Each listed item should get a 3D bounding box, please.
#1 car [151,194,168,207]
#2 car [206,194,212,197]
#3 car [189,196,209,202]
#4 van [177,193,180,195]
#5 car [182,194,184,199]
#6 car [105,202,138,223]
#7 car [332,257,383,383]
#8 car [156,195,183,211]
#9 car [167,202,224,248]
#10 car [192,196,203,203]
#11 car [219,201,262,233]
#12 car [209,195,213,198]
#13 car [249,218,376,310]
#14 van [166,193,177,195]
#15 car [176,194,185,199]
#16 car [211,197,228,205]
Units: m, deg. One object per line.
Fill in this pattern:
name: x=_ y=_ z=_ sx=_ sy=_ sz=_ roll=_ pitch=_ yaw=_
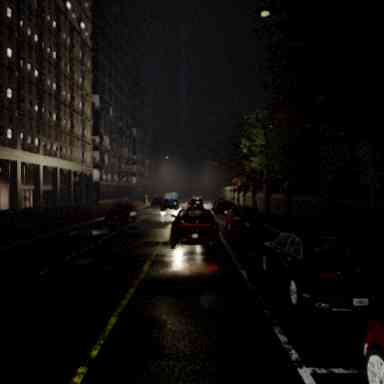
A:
car: x=-4.766 y=1.357 z=47.196 sx=1.947 sy=1.339 sz=4.313 roll=0 pitch=0 yaw=1
car: x=4.564 y=1.173 z=86.508 sx=1.887 sy=1.381 sz=4.507 roll=0 pitch=0 yaw=3
car: x=0.422 y=1.388 z=35.697 sx=2.033 sy=1.411 sz=5.357 roll=0 pitch=0 yaw=1
van: x=-4.115 y=1.038 z=69.706 sx=1.690 sy=1.788 sz=3.998 roll=0 pitch=0 yaw=2
car: x=-3.466 y=1.194 z=86.578 sx=1.947 sy=1.339 sz=4.313 roll=0 pitch=0 yaw=2
car: x=-5.163 y=1.433 z=24.695 sx=1.887 sy=1.381 sz=4.507 roll=0 pitch=0 yaw=1
car: x=2.711 y=1.535 z=1.886 sx=1.887 sy=1.381 sz=4.507 roll=0 pitch=0 yaw=0
car: x=-2.418 y=1.380 z=37.450 sx=2.033 sy=1.411 sz=5.357 roll=0 pitch=0 yaw=1
car: x=0.106 y=1.411 z=14.423 sx=1.882 sy=1.535 sz=5.008 roll=0 pitch=0 yaw=0
car: x=1.003 y=1.337 z=60.182 sx=1.895 sy=1.301 sz=4.718 roll=0 pitch=0 yaw=2
car: x=2.798 y=1.459 z=18.798 sx=1.887 sy=1.381 sz=4.507 roll=0 pitch=0 yaw=1
car: x=3.030 y=1.365 z=35.889 sx=1.752 sy=1.417 sz=4.829 roll=0 pitch=0 yaw=1
car: x=2.725 y=1.516 z=7.519 sx=2.008 sy=1.369 sz=4.403 roll=0 pitch=0 yaw=0
van: x=-4.302 y=1.061 z=64.074 sx=1.690 sy=1.788 sz=3.998 roll=0 pitch=0 yaw=2
car: x=-3.220 y=1.156 z=92.209 sx=2.008 sy=1.369 sz=4.403 roll=0 pitch=0 yaw=2
car: x=2.935 y=1.409 z=30.080 sx=1.887 sy=1.381 sz=4.507 roll=0 pitch=0 yaw=1
